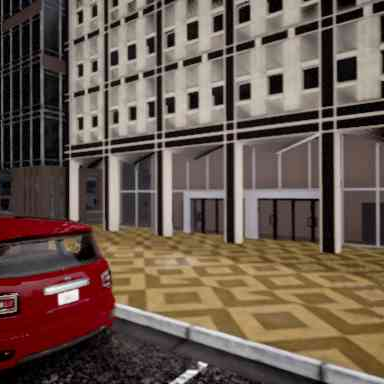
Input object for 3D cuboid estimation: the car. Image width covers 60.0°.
[{"bbox_3d":[-3.398,1.324,5.313,5.009,1.841,2.192,0,0,36],"label":"car"}]
